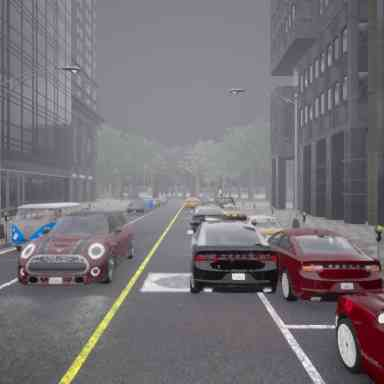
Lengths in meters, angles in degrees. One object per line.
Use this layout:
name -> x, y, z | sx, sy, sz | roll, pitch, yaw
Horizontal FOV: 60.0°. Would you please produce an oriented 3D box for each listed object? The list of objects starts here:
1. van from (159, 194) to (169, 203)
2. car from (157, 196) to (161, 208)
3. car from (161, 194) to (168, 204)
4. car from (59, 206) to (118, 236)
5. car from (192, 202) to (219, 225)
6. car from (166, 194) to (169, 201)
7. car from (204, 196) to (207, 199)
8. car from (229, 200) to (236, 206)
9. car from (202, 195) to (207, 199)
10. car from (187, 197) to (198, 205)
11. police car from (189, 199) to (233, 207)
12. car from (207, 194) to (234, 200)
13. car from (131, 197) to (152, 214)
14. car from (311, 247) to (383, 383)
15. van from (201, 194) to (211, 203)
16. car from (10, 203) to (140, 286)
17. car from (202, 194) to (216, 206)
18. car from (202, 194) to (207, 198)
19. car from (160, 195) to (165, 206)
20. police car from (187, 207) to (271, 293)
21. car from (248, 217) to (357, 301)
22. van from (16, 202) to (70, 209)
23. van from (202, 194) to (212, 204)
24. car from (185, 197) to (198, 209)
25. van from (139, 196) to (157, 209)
van -> -5.684, 1.363, 67.989 | 1.690, 1.788, 3.998 | 0, 0, 0
car -> -5.710, 1.535, 46.069 | 1.752, 1.417, 4.829 | 0, 0, 0
car -> -5.697, 1.540, 56.944 | 1.752, 1.417, 4.829 | 0, 0, 0
car -> -5.742, 1.552, 19.051 | 2.008, 1.369, 4.403 | 0, 0, 0
car -> 0.929, 1.528, 24.871 | 1.812, 1.442, 4.674 | 0, 0, 0
car -> -5.690, 1.459, 62.551 | 1.967, 1.590, 4.097 | 0, 0, 0
car -> 2.809, 1.532, 40.960 | 1.752, 1.417, 4.829 | 0, 0, 0
car -> 2.790, 1.527, 24.648 | 1.752, 1.417, 4.829 | 0, 0, 0
car -> 2.815, 1.554, 46.228 | 1.887, 1.381, 4.507 | 0, 0, 0
car -> 0.071, 1.581, 60.656 | 1.994, 1.385, 4.181 | 0, 0, 0
police car -> 0.921, 1.426, 18.982 | 1.930, 1.638, 5.238 | 0, 0, 0
car -> 2.796, 1.318, 29.915 | 2.192, 1.841, 5.009 | 0, 0, 0
car -> -5.723, 1.571, 35.363 | 1.947, 1.339, 4.313 | 0, 0, 0
car -> 2.763, 1.545, 2.728 | 1.887, 1.381, 4.507 | 0, 0, 0
van -> 2.841, 1.363, 67.978 | 1.690, 1.788, 3.998 | 0, 0, 0
car -> -2.990, 1.352, 9.552 | 2.097, 1.767, 4.553 | 0, 0, 0
car -> 2.828, 1.330, 57.103 | 2.192, 1.841, 5.009 | 0, 0, 0
car -> 2.822, 1.452, 51.665 | 1.967, 1.590, 4.097 | 0, 0, 0
car -> -5.703, 1.578, 51.676 | 1.947, 1.339, 4.313 | 0, 0, 0
police car -> 0.898, 1.425, 8.981 | 1.930, 1.638, 5.238 | 0, 0, 0
car -> 2.770, 1.545, 8.165 | 1.887, 1.381, 4.507 | 0, 0, 0
van -> -5.749, 1.342, 13.613 | 1.690, 1.788, 3.998 | 0, 0, 0
van -> 2.835, 1.360, 62.541 | 1.690, 1.788, 3.998 | 0, 0, 0
car -> 0.066, 1.487, 46.737 | 1.882, 1.535, 5.008 | 0, 0, 1
van -> -5.717, 1.348, 40.801 | 1.690, 1.788, 3.998 | 0, 0, 0
